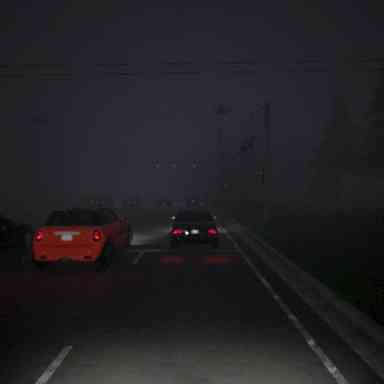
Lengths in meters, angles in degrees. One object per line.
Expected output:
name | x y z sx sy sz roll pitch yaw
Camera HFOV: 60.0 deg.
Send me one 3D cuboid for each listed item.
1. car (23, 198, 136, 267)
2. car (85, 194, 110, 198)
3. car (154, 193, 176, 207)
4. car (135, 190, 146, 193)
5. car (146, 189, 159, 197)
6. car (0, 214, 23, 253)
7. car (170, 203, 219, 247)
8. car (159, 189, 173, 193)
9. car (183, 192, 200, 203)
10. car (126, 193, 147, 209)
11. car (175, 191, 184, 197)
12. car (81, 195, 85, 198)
car | -3.402 1.246 11.177 2.097 1.767 4.553 0 0 0
car | -10.404 1.183 38.969 2.033 1.411 5.357 0 1 0
car | -3.406 1.203 42.489 1.895 1.301 4.718 0 1 0
car | -14.016 0.386 89.875 2.150 2.045 5.566 0 1 0
car | -10.516 0.697 90.225 2.033 1.411 5.357 0 1 0
car | -6.901 1.405 10.692 1.837 1.490 4.892 0 1 0
car | 0.098 1.414 14.136 2.033 1.411 5.357 0 1 0
car | -7.016 0.698 90.152 2.033 1.411 5.357 0 1 0
car | 0.096 1.139 45.366 1.994 1.385 4.181 0 1 0
car | -6.905 1.183 38.957 2.033 1.411 5.357 0 1 0
car | -3.516 0.656 90.344 1.837 1.490 4.892 0 1 0
car | -13.906 1.063 45.833 2.128 1.511 4.902 0 1 0
